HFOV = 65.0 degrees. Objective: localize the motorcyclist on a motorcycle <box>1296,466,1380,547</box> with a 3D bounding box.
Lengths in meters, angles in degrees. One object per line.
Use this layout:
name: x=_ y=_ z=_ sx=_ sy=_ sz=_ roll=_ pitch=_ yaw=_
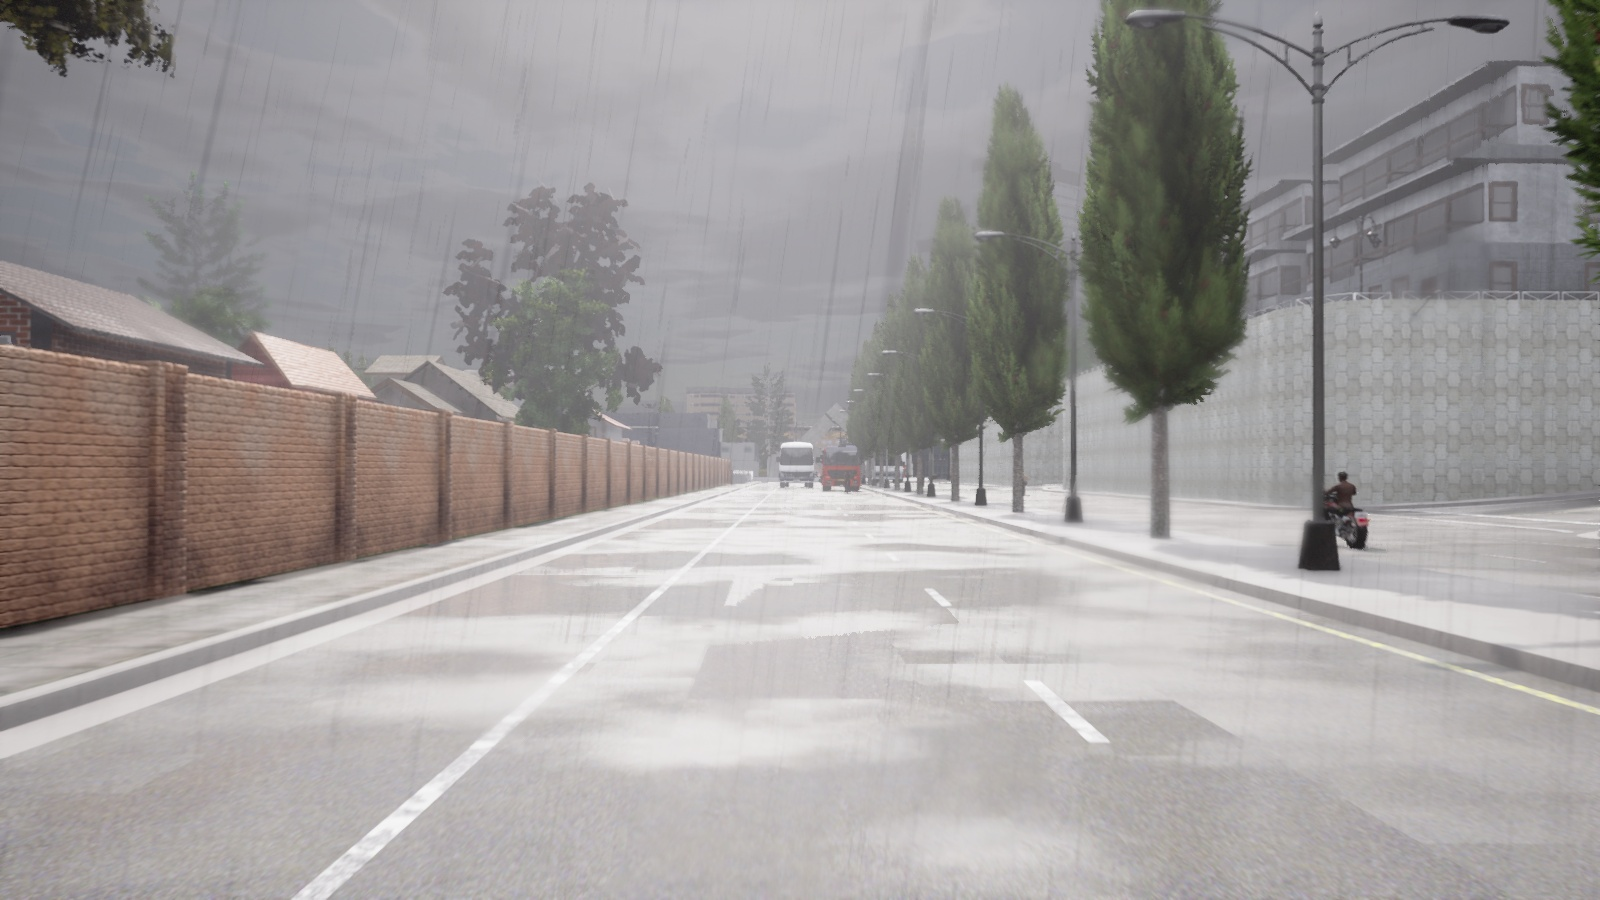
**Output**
motorcyclist on a motorcycle: x=11.435 y=1.168 z=26.789 sx=0.766 sy=1.649 sz=2.350 roll=0 pitch=-1 yaw=0
